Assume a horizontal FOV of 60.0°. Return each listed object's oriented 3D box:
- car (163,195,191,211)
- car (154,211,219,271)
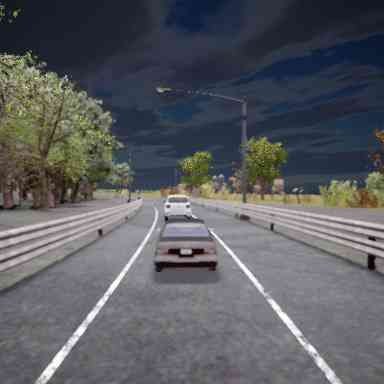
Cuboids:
[{"bbox_3d":[-1.290,1.289,28.738,2.150,2.045,5.566,0,0,-5],"label":"car"},{"bbox_3d":[-0.218,1.576,11.008,2.033,1.411,5.357,0,0,-2],"label":"car"}]
